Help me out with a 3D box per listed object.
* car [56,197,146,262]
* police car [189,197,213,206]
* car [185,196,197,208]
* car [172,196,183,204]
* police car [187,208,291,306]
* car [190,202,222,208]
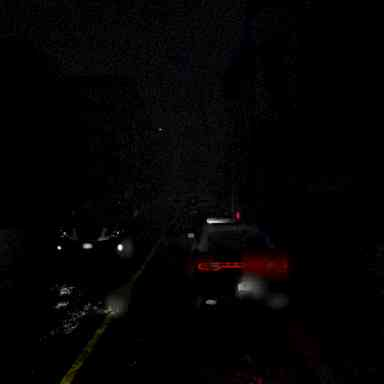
[{"bbox_3d":[-3.061,1.220,12.457,2.150,2.045,5.566,0,0,0],"label":"car"},{"bbox_3d":[0.952,1.422,24.262,1.930,1.638,5.238,0,0,0],"label":"police car"},{"bbox_3d":[0.140,1.345,47.927,2.097,1.767,4.553,0,0,1],"label":"car"},{"bbox_3d":[-2.858,1.492,65.903,1.837,1.490,4.892,0,0,0],"label":"car"},{"bbox_3d":[0.917,1.425,8.262,1.930,1.638,5.238,0,0,0],"label":"police car"},{"bbox_3d":[0.939,1.503,18.152,1.837,1.490,4.892,0,0,0],"label":"car"}]
